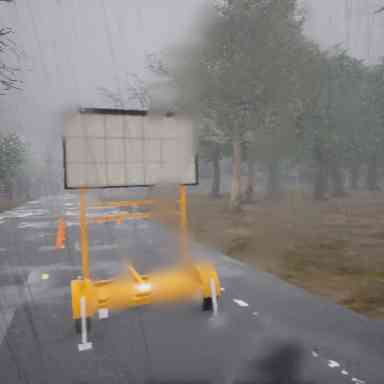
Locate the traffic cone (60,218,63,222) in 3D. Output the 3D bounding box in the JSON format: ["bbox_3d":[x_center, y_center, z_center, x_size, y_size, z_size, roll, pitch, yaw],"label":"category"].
[{"bbox_3d":[-6.302,1.684,15.987,0.340,0.580,0.340,-2,2,-21],"label":"traffic cone"}]

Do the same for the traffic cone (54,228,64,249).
[{"bbox_3d":[-4.891,1.749,12.245,0.340,0.580,0.340,-2,2,-21],"label":"traffic cone"}]

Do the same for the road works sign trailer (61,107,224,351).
[{"bbox_3d":[-1.076,0.311,6.176,2.380,3.560,2.880,-2,2,-21],"label":"road works sign trailer"}]

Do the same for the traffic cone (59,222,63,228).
[{"bbox_3d":[-5.597,1.716,14.116,0.340,0.580,0.340,-2,2,-21],"label":"traffic cone"}]
